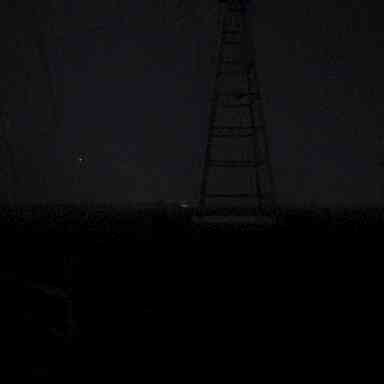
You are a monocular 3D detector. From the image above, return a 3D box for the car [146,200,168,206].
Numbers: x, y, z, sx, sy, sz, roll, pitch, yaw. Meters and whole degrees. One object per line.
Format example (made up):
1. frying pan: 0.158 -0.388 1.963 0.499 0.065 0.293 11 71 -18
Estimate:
1. car: -6.883 2.217 64.889 1.895 1.301 4.718 1 0 36
